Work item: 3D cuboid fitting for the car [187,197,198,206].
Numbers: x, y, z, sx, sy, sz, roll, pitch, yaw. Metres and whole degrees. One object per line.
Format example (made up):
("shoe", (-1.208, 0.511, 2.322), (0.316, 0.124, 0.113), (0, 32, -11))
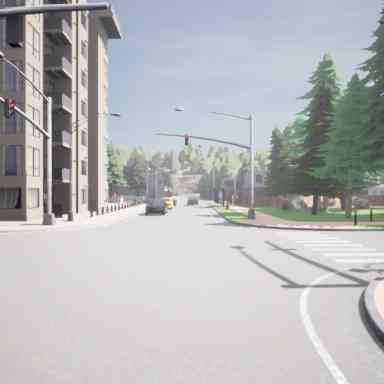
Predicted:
("car", (0.140, 1.545, 55.665), (2.033, 1.411, 5.357), (0, 0, 0))

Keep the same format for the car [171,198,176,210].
("car", (-3.483, 1.476, 43.441), (1.882, 1.535, 5.008), (0, 0, 0))

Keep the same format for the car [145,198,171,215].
("car", (-3.517, 1.476, 33.480), (1.882, 1.535, 5.008), (0, 0, 0))
